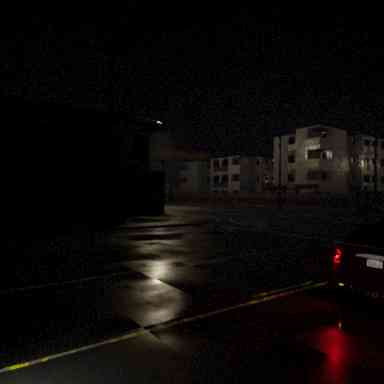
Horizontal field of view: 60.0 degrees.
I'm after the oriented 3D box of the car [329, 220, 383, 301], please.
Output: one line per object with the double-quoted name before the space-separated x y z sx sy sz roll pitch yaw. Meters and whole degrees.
"car" 5.155 1.379 7.462 4.553 1.767 2.097 0 0 -35
